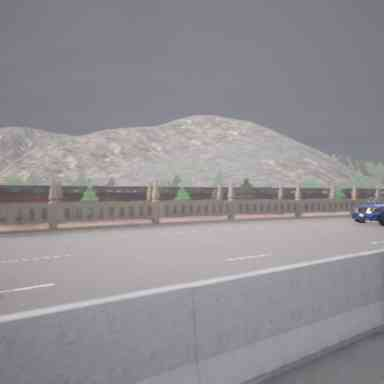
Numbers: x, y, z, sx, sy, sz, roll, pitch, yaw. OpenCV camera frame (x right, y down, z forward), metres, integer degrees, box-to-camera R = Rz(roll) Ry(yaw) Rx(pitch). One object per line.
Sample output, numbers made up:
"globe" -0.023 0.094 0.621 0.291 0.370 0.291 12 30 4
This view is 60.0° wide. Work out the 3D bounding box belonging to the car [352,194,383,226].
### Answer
"car" 13.653 1.175 22.818 5.566 2.045 2.150 0 0 -22
